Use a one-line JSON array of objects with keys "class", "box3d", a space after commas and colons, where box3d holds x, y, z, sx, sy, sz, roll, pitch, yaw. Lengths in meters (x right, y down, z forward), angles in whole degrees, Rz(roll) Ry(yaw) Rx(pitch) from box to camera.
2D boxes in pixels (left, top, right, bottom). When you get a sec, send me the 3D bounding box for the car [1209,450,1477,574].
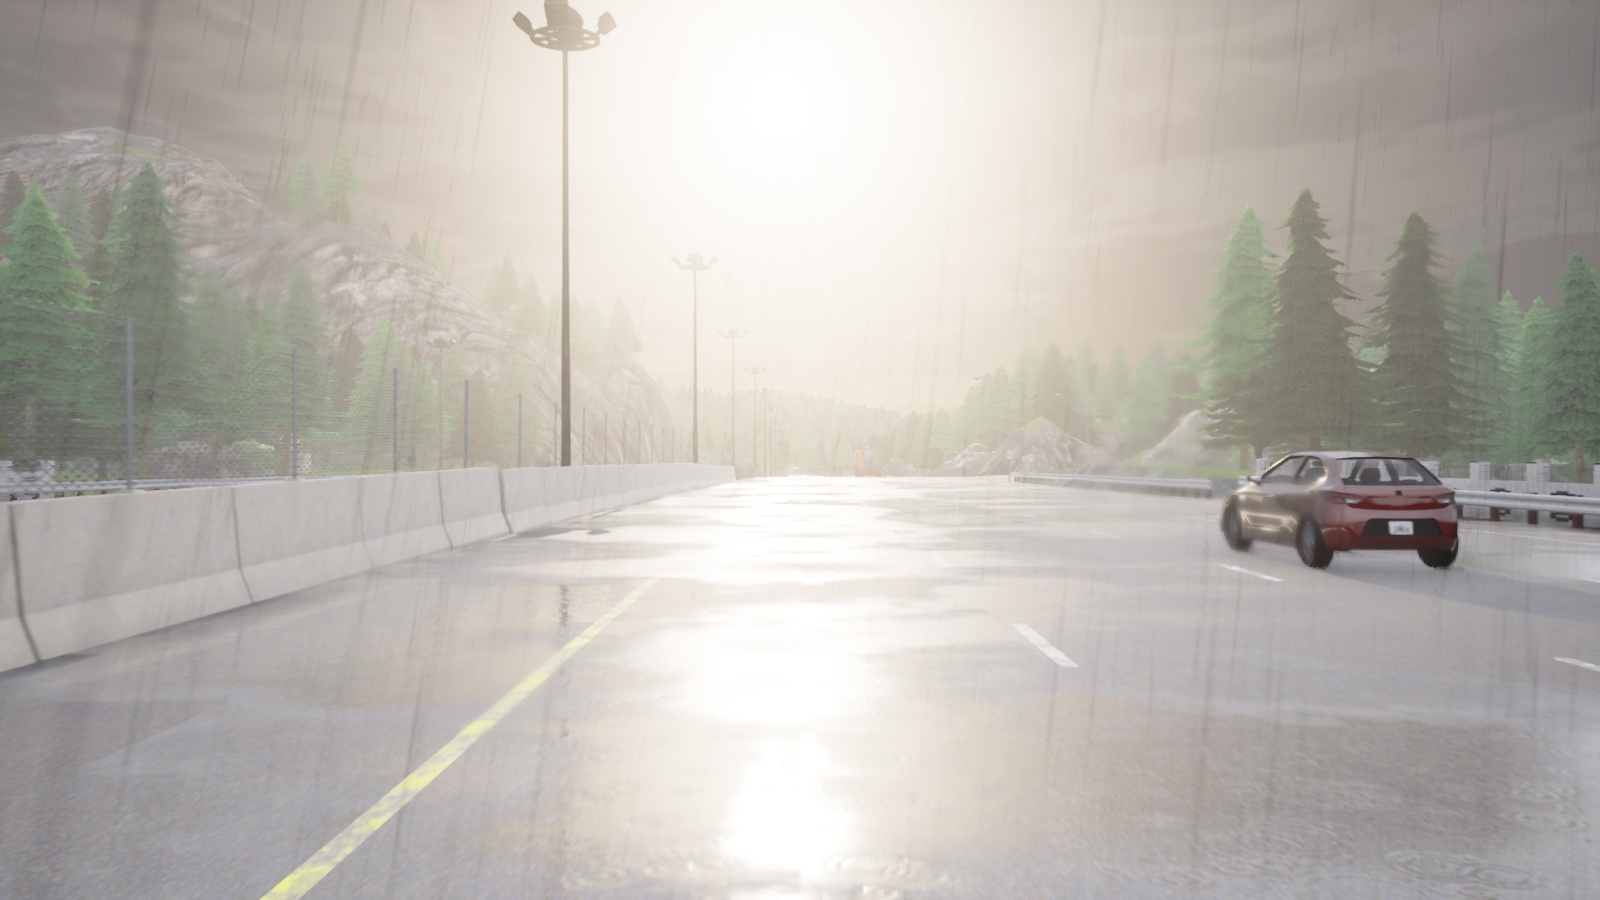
[{"class": "car", "box3d": [7.112, 0.745, 16.963, 1.816, 1.474, 4.193, 0, 0, 0]}]
